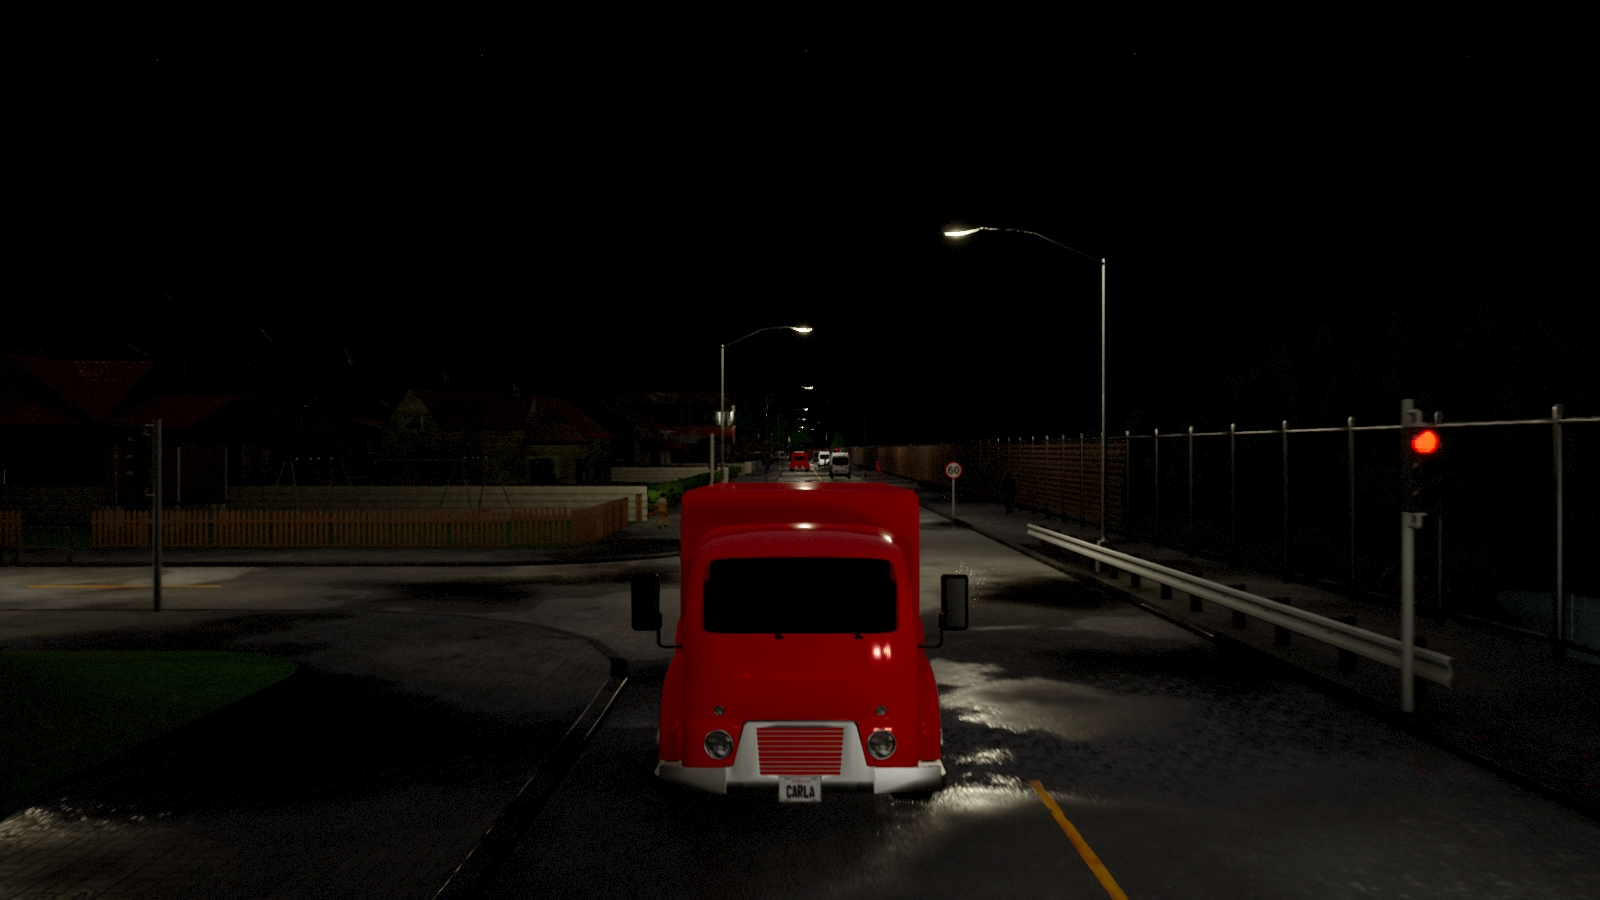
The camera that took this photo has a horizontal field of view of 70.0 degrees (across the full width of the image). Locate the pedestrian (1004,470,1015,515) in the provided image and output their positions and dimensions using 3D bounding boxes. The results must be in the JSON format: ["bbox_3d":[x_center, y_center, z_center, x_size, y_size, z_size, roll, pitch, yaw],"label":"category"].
[{"bbox_3d":[8.639,1.741,47.080,0.375,1.860,0.375,0,0,1],"label":"pedestrian"}]

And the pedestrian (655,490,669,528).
[{"bbox_3d":[-4.722,2.022,39.142,0.375,1.300,0.375,0,0,10],"label":"pedestrian"}]

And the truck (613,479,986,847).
[{"bbox_3d":[-0.003,1.568,10.649,2.627,2.467,5.204,0,0,0],"label":"truck"}]
